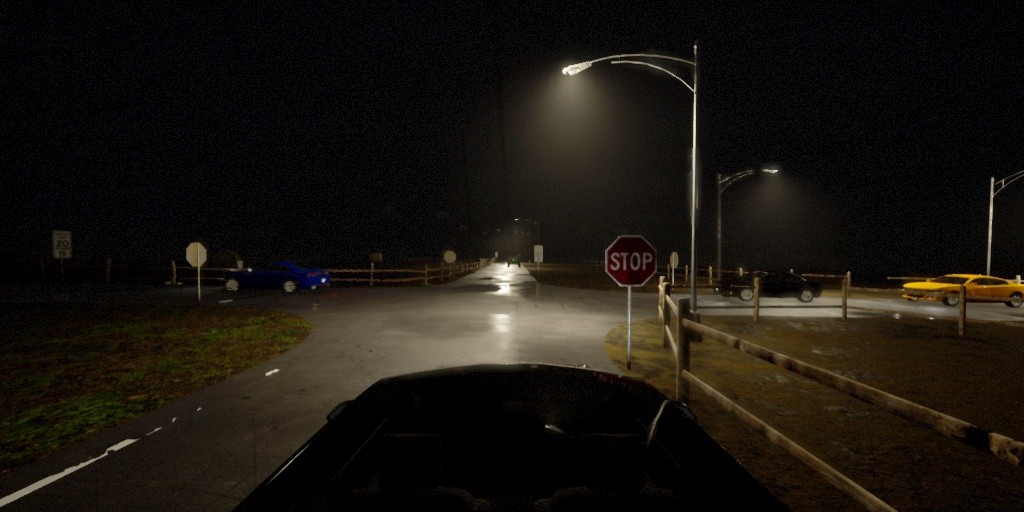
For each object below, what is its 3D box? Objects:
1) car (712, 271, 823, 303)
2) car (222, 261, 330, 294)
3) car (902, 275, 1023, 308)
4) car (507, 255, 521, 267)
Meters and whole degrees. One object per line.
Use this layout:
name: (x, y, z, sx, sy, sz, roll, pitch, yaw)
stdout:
car: (12.890, 1.502, 18.249, 4.892, 1.490, 1.837, 1, 1, 1)
car: (-11.801, 1.013, 18.020, 5.008, 1.535, 1.882, 1, 0, 6)
car: (22.943, 1.693, 18.232, 5.008, 1.535, 1.882, 1, 1, 0)
car: (0.362, 0.874, 64.246, 2.150, 2.045, 5.566, 0, 0, 1)
